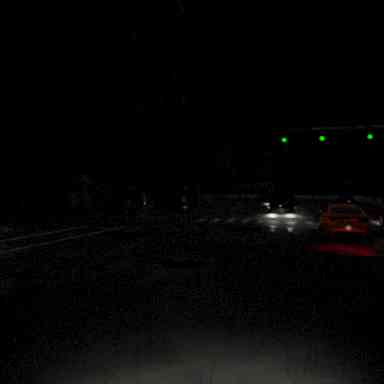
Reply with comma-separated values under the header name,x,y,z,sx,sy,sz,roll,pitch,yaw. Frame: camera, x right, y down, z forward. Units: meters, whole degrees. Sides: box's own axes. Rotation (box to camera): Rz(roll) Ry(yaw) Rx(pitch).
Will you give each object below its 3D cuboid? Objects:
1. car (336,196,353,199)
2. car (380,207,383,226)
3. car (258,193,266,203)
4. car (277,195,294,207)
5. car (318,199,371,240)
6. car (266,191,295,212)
name,x,y,z,sx,sy,sz,roll,pitch,yaw
car,18.524,1.105,40.273,1.994,1.385,4.181,0,0,13
car,11.397,1.242,17.570,1.882,1.535,5.008,0,0,18
car,12.339,0.968,54.521,1.882,1.535,5.008,-1,1,-8
car,12.212,1.118,43.533,2.033,1.411,5.357,0,0,14
car,7.165,1.293,15.926,1.882,1.535,5.008,0,0,18
car,9.061,0.891,33.345,2.150,2.045,5.566,0,0,19
